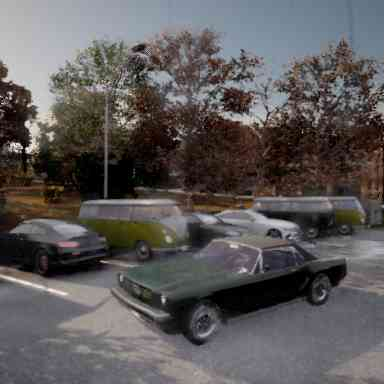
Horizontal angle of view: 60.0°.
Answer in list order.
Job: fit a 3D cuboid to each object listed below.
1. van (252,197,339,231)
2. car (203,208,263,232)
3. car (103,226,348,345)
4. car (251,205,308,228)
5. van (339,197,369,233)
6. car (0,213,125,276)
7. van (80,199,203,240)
[{"bbox_3d":[4.922,1.263,17.234,4.442,1.987,1.878,-1,-1,34],"label":"van"},{"bbox_3d":[0.233,1.523,13.749,4.674,1.452,2.002,-1,-1,34],"label":"car"},{"bbox_3d":[0.927,1.598,6.498,4.718,1.301,1.895,0,0,-36],"label":"car"},{"bbox_3d":[2.628,1.524,15.464,4.674,1.452,2.002,-1,-1,34],"label":"car"},{"bbox_3d":[7.516,1.264,18.822,4.442,1.987,1.878,-1,-1,34],"label":"van"},{"bbox_3d":[-4.558,1.524,10.316,4.674,1.452,2.002,-1,0,34],"label":"car"},{"bbox_3d":[-2.065,1.256,11.975,4.442,1.987,1.878,-1,-1,34],"label":"van"}]
